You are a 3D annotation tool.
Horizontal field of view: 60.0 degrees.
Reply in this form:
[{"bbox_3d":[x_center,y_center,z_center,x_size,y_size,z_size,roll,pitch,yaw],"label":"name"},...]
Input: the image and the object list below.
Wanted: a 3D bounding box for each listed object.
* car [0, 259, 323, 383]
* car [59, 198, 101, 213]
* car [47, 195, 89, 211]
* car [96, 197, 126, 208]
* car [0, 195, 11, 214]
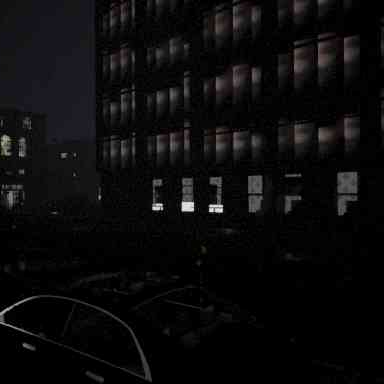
[{"bbox_3d":[-0.955,1.551,3.557,4.403,1.369,2.008,0,0,35],"label":"car"},{"bbox_3d":[-12.190,1.684,37.264,1.802,1.307,4.206,-1,-1,36],"label":"car"},{"bbox_3d":[-15.581,1.366,42.470,2.150,2.045,5.566,0,-1,37],"label":"car"},{"bbox_3d":[-12.416,1.643,51.170,1.967,1.590,4.097,-1,-1,36],"label":"car"},{"bbox_3d":[-21.696,1.315,34.166,2.150,2.045,5.566,0,-1,36],"label":"car"}]
